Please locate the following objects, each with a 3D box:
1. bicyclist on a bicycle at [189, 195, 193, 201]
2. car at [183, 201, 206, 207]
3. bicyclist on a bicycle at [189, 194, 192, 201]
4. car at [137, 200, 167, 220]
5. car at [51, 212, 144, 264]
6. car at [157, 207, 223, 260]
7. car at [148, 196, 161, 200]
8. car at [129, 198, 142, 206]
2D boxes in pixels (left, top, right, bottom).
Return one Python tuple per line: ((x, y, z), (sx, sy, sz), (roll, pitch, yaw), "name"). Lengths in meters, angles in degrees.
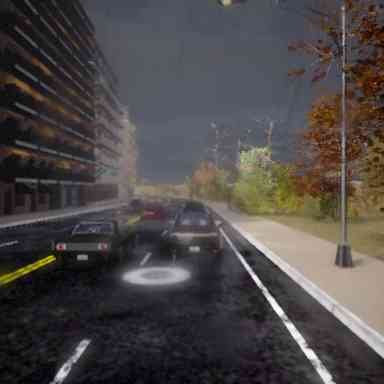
((0.055, 1.658, 83.939), (0.582, 1.620, 1.656), (0, 0, -3), "bicyclist on a bicycle")
((0.220, 1.545, 28.739), (1.882, 1.535, 5.008), (0, 0, 1), "car")
((-0.509, 1.593, 92.991), (0.659, 1.776, 1.843), (0, 0, -4), "bicyclist on a bicycle")
((-3.044, 1.630, 27.680), (1.994, 1.385, 4.181), (0, 0, 1), "car")
((-3.148, 1.627, 11.917), (1.895, 1.301, 4.718), (0, 0, 1), "car")
((0.113, 1.520, 12.490), (2.128, 1.511, 4.902), (0, 0, 1), "car")
((-6.432, 1.495, 57.129), (2.097, 1.767, 4.553), (0, 0, -1), "car")
((-9.682, 1.709, 58.044), (1.994, 1.385, 4.181), (0, 0, 0), "car")
